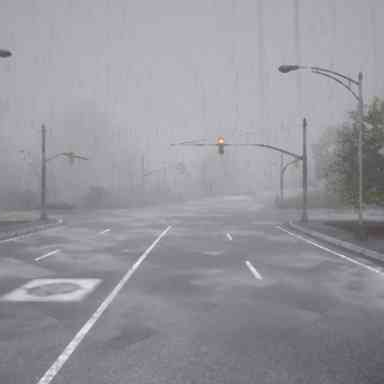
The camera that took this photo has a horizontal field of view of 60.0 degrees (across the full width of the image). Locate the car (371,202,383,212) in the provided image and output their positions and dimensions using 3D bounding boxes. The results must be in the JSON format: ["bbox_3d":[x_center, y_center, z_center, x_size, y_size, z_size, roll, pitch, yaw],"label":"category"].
[{"bbox_3d":[23.309,1.486,38.807,4.181,1.385,1.994,-1,0,3],"label":"car"}]

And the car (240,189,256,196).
[{"bbox_3d":[14.741,0.295,84.549,1.895,1.301,4.718,0,3,30],"label":"car"}]

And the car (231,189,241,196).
[{"bbox_3d":[11.822,0.051,86.485,2.097,1.767,4.553,0,3,30],"label":"car"}]

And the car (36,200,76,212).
[{"bbox_3d":[-16.821,1.669,41.184,4.674,1.442,1.812,-1,0,3],"label":"car"}]
